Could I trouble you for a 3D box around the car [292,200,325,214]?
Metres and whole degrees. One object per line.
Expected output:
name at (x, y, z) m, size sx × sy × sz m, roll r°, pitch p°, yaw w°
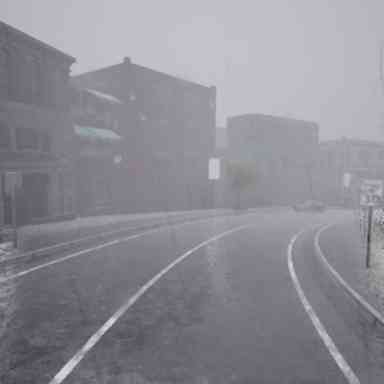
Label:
car at (13.151, 1.642, 37.259) m, size 4.892 × 1.490 × 1.837 m, roll 1°, pitch 2°, yaw -42°
